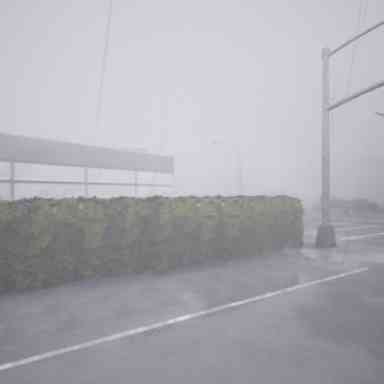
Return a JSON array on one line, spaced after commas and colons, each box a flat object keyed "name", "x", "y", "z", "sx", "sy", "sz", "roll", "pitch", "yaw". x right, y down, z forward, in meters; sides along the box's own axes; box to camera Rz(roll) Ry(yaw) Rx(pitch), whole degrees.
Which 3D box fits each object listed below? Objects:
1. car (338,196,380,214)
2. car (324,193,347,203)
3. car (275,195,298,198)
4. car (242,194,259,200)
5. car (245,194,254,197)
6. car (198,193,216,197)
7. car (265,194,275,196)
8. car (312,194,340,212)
[{"name": "car", "x": 17.433, "y": 1.381, "z": 34.233, "sx": 4.514, "sy": 1.523, "sz": 2.007, "roll": 0, "pitch": 0, "yaw": -36}, {"name": "car", "x": 27.877, "y": 1.172, "z": 64.590, "sx": 4.605, "sy": 1.855, "sz": 1.932, "roll": 0, "pitch": 0, "yaw": -36}, {"name": "car", "x": 14.901, "y": 1.374, "z": 50.851, "sx": 3.633, "sy": 1.501, "sz": 1.845, "roll": 0, "pitch": 0, "yaw": -36}, {"name": "car", "x": 14.396, "y": 1.315, "z": 82.140, "sx": 3.806, "sy": 1.475, "sz": 1.970, "roll": 0, "pitch": 0, "yaw": -36}, {"name": "car", "x": 9.115, "y": 1.357, "z": 58.998, "sx": 4.514, "sy": 1.523, "sz": 2.007, "roll": 0, "pitch": 0, "yaw": -36}, {"name": "car", "x": 2.438, "y": 1.161, "z": 69.538, "sx": 4.605, "sy": 1.855, "sz": 1.932, "roll": 0, "pitch": 0, "yaw": -36}, {"name": "car", "x": 18.397, "y": 1.234, "z": 77.112, "sx": 5.027, "sy": 1.636, "sz": 2.152, "roll": 0, "pitch": 0, "yaw": -36}, {"name": "car", "x": 15.563, "y": 1.373, "z": 36.752, "sx": 5.027, "sy": 1.636, "sz": 2.152, "roll": 0, "pitch": 0, "yaw": -36}]
